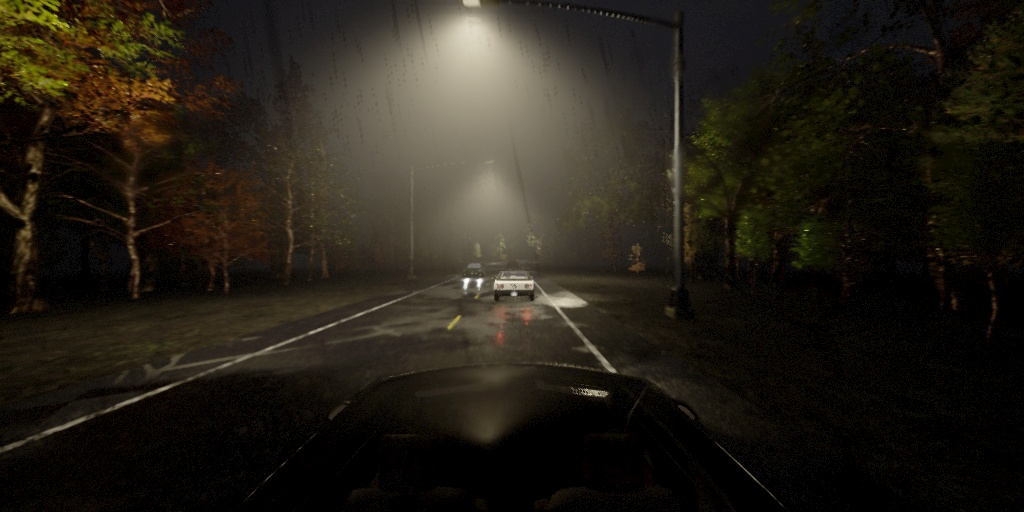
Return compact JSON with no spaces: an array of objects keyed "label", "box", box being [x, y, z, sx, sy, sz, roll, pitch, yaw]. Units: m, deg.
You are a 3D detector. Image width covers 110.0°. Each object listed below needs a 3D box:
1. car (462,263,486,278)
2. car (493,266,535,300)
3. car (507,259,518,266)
[{"label":"car","box":[-3.585,1.378,34.555,1.994,1.385,4.181,0,0,0]},{"label":"car","box":[0.097,1.382,17.977,1.895,1.301,4.718,0,0,0]},{"label":"car","box":[0.090,1.345,62.556,1.882,1.535,5.008,0,0,0]}]
